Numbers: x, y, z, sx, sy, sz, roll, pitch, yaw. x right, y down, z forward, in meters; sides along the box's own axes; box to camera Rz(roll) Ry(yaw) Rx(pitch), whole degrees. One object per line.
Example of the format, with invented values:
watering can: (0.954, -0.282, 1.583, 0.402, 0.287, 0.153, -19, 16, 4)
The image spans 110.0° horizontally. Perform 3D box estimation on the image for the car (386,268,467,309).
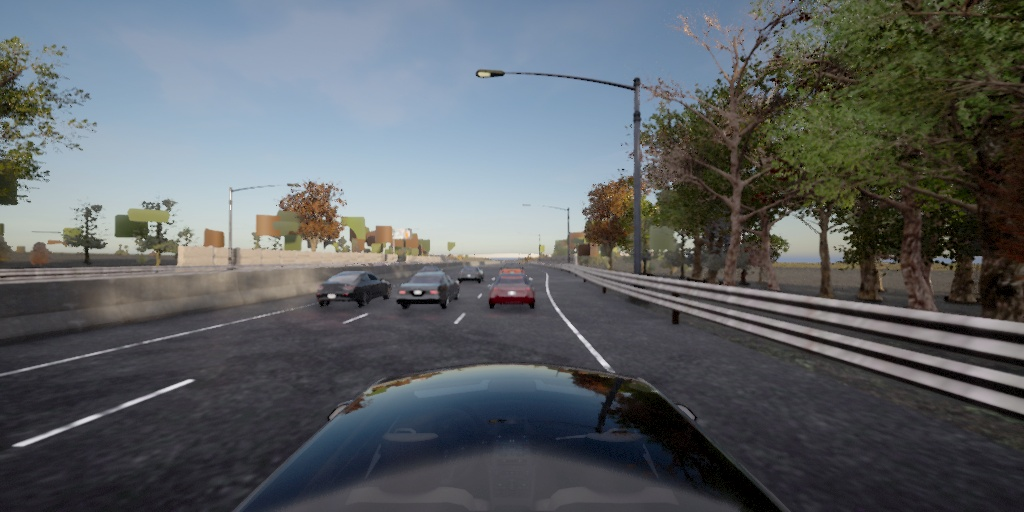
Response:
car: (-3.497, 1.432, 15.831, 2.033, 1.411, 5.357, 0, -1, 0)

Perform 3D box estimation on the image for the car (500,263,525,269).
car: (0.005, 1.386, 30.919, 2.097, 1.767, 4.553, 0, -1, 0)

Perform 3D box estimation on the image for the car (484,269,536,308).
car: (0.005, 1.452, 16.140, 1.994, 1.385, 4.181, 0, -1, 0)

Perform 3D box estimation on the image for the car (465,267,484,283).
car: (-3.491, 1.603, 31.154, 1.994, 1.385, 4.181, 0, -1, 0)

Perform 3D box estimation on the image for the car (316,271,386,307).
car: (-6.993, 1.414, 16.219, 1.812, 1.442, 4.674, 0, 0, 0)
